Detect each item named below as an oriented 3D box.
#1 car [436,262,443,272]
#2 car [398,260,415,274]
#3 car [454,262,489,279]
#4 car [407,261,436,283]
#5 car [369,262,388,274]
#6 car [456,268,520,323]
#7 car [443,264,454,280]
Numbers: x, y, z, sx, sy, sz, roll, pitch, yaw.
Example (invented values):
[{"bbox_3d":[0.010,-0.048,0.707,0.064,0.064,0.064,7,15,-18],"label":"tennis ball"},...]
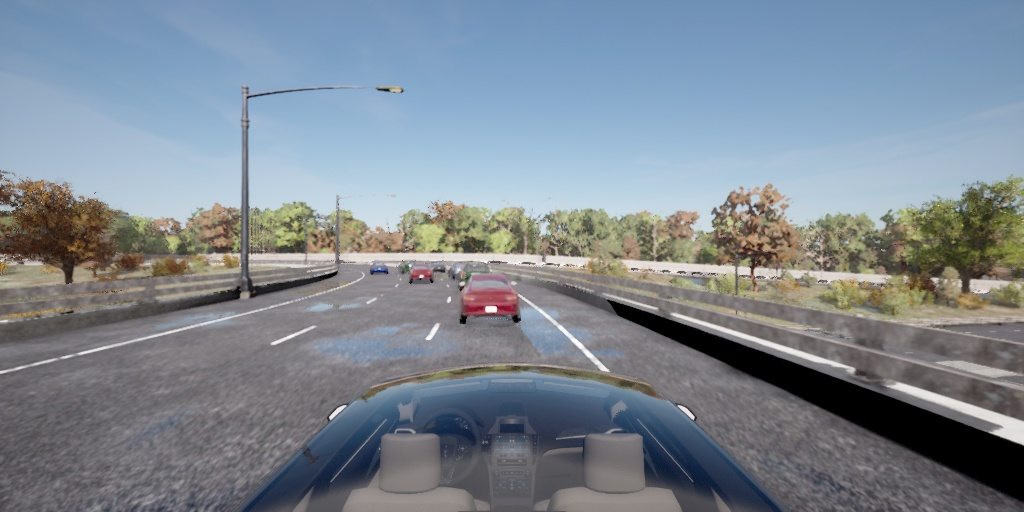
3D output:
[{"bbox_3d":[-9.926,1.457,46.721,1.994,1.385,4.181,0,0,-24],"label":"car"},{"bbox_3d":[-13.109,1.246,45.240,2.097,1.767,4.553,0,0,-23],"label":"car"},{"bbox_3d":[-2.356,1.165,22.470,2.097,1.767,4.553,0,0,-11],"label":"car"},{"bbox_3d":[-7.394,1.366,29.313,1.812,1.442,4.674,0,0,-14],"label":"car"},{"bbox_3d":[-16.366,1.461,43.992,1.994,1.385,4.181,0,0,-24],"label":"car"},{"bbox_3d":[-0.796,1.307,12.192,1.812,1.442,4.674,0,0,-5],"label":"car"},{"bbox_3d":[-4.874,1.395,33.318,2.033,1.411,5.357,0,0,-17],"label":"car"}]
